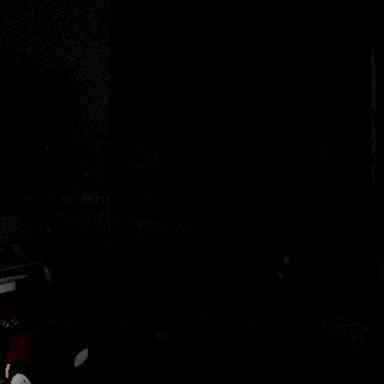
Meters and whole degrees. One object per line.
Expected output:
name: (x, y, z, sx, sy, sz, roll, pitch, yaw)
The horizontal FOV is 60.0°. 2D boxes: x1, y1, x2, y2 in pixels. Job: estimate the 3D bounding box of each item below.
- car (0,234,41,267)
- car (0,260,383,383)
car: (-4.307, 1.434, 6.029, 4.097, 1.590, 1.967, 0, 0, 35)
car: (0.122, 1.543, 2.874, 4.507, 1.381, 1.887, 0, 0, 35)
